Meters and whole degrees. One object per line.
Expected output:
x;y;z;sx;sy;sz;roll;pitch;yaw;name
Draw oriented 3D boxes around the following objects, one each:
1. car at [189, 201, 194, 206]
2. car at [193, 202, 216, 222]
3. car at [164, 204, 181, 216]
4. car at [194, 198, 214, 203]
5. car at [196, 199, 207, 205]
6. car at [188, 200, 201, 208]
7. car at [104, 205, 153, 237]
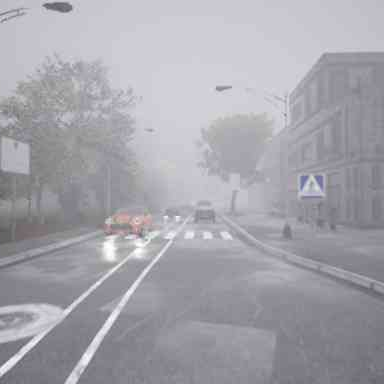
-0.034;3.151;74.966;2.002;1.452;4.674;-2;1;6;car
1.258;2.035;31.880;1.882;1.535;5.008;0;-1;2;car
-2.537;2.401;44.882;1.837;1.490;4.892;0;-2;4;car
1.910;2.280;51.306;2.150;2.045;5.566;0;-1;2;car
2.747;2.818;91.394;2.002;1.452;4.674;-1;1;14;car
0.677;2.973;81.066;2.097;1.535;5.008;1;2;11;car
-3.616;1.596;19.644;2.097;1.767;4.553;0;-1;2;car
